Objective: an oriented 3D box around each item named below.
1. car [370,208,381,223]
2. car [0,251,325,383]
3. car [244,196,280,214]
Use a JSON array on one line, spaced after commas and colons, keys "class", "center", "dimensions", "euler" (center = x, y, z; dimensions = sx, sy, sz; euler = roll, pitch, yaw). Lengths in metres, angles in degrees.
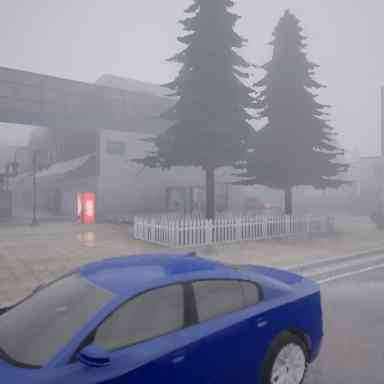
[{"class": "car", "center": [14.837, 1.549, 23.235], "dimensions": [1.994, 1.385, 4.181], "euler": [0, 0, -37]}, {"class": "car", "center": [-0.676, 1.477, 3.489], "dimensions": [5.008, 1.535, 1.882], "euler": [0, 0, -35]}, {"class": "car", "center": [6.973, 1.337, 34.561], "dimensions": [2.097, 1.767, 4.553], "euler": [0, 0, -34]}]
